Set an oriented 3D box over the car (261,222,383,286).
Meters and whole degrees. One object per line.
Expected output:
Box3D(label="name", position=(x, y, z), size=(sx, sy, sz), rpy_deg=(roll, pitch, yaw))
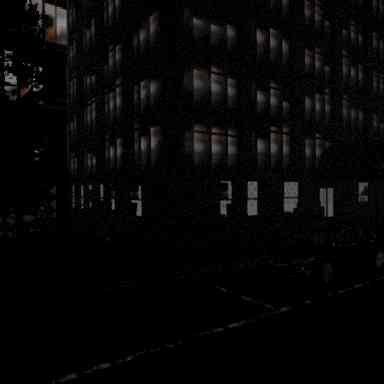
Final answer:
Box3D(label="car", position=(3.807, 1.549, 9.308), size=(4.403, 1.369, 2.008), rpy_deg=(0, -1, -36))
